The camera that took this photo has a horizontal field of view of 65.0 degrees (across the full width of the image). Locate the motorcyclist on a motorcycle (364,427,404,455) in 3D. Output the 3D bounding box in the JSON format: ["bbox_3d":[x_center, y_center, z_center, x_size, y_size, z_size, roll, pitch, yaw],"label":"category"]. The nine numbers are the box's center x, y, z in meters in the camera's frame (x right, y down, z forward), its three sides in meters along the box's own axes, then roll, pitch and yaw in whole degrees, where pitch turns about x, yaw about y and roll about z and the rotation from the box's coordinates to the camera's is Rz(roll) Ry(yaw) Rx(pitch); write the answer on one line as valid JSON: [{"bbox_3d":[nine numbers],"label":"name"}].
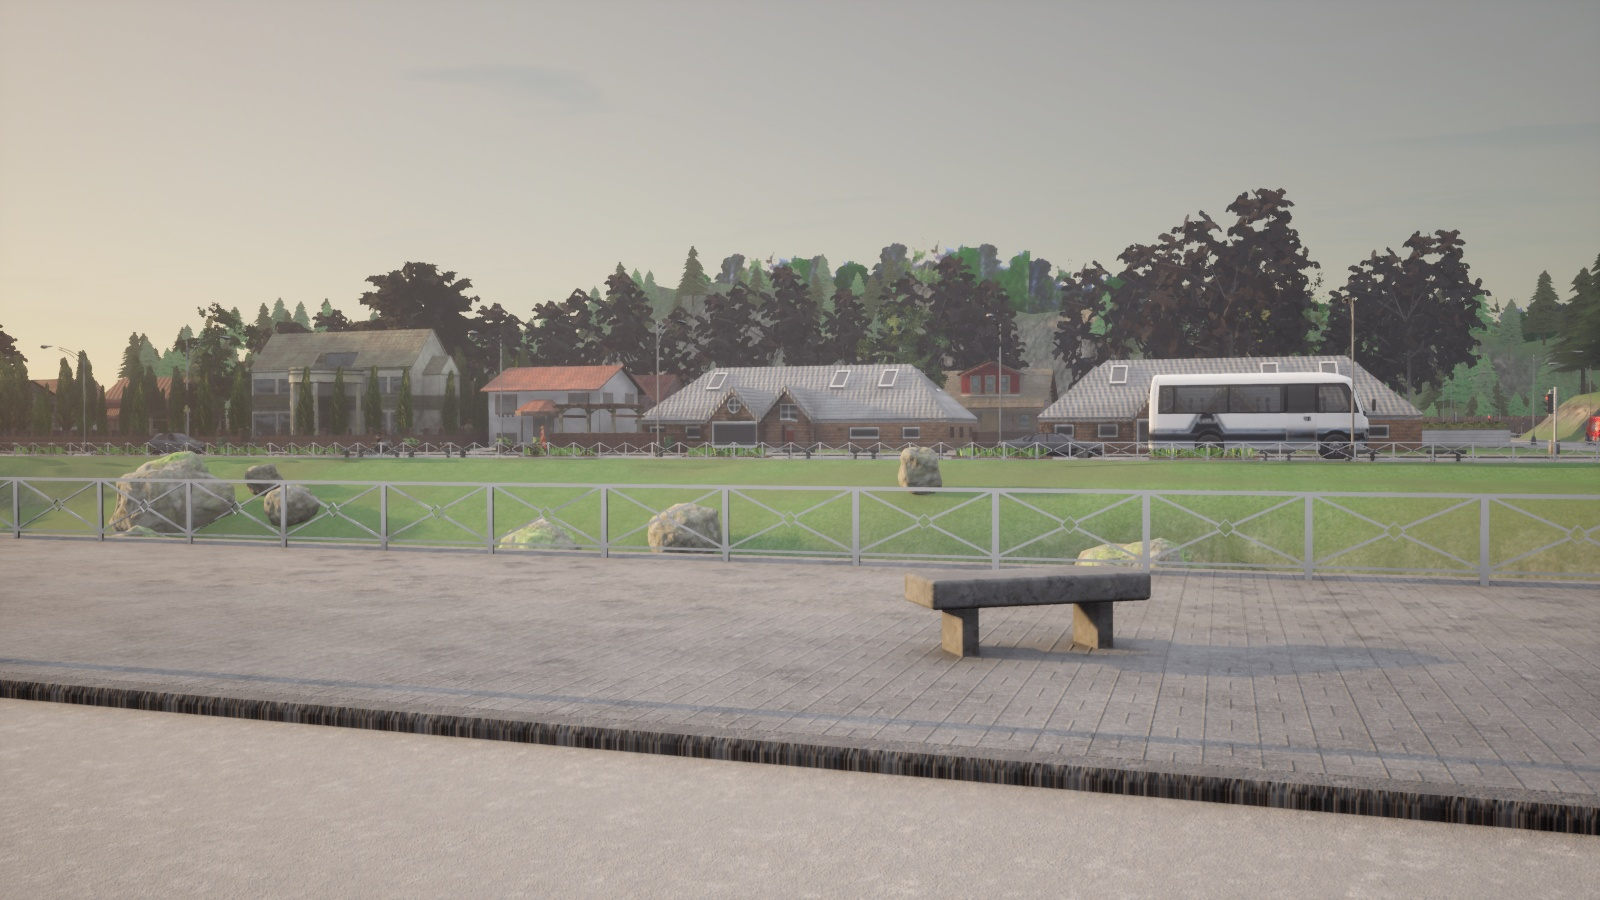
[{"bbox_3d":[-25.638,-0.558,77.390,2.350,1.649,0.766,1,1,19],"label":"motorcyclist on a motorcycle"}]

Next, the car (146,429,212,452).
[{"bbox_3d":[-40.758,-0.633,82.480,3.633,1.501,1.845,1,1,19],"label":"car"}]

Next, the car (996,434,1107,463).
[{"bbox_3d":[12.919,-0.109,64.415,5.357,1.411,2.033,1,1,19],"label":"car"}]

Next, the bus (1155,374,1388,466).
[{"bbox_3d":[22.714,-1.443,61.097,10.273,4.253,3.944,1,1,19],"label":"bus"}]
